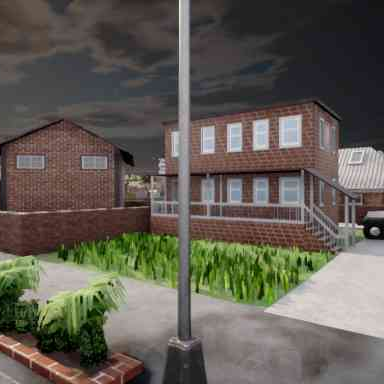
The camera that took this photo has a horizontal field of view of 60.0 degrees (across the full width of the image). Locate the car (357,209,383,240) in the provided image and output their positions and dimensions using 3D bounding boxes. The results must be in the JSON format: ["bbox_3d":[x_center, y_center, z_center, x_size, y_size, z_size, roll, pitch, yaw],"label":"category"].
[{"bbox_3d":[8.509,0.973,12.579,3.866,1.878,1.905,0,0,36],"label":"car"}]
